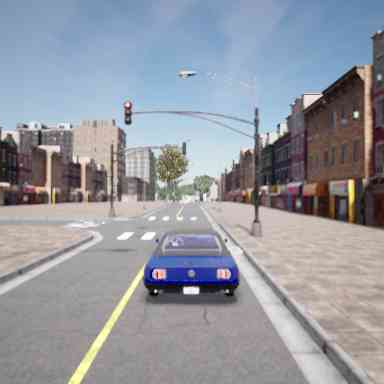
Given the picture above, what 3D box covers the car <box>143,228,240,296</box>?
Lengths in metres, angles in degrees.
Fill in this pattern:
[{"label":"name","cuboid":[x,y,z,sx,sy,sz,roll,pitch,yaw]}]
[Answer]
[{"label":"car","cuboid":[-0.007,1.578,8.537,1.895,1.301,4.718,0,0,0]}]
